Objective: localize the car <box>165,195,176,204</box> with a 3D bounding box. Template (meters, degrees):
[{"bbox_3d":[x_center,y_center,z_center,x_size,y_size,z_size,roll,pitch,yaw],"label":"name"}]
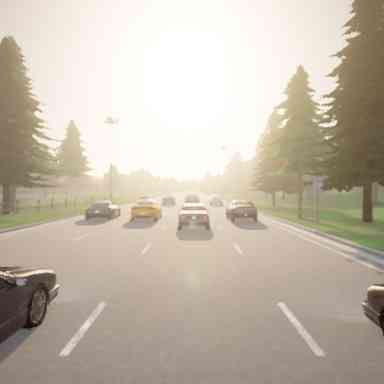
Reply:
[{"bbox_3d":[-3.433,1.141,50.362,1.882,1.535,5.008,0,1,1],"label":"car"}]

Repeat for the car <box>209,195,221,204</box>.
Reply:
[{"bbox_3d":[3.561,1.191,49.938,1.812,1.442,4.674,0,1,1],"label":"car"}]

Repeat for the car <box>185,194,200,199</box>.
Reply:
[{"bbox_3d":[0.028,1.038,46.759,2.097,1.767,4.553,0,0,0],"label":"car"}]

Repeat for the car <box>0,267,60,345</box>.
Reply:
[{"bbox_3d":[-3.398,1.521,3.784,2.033,1.411,5.357,0,0,0],"label":"car"}]

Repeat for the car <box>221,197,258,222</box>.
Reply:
[{"bbox_3d":[3.609,1.326,24.702,2.128,1.511,4.902,0,0,0],"label":"car"}]

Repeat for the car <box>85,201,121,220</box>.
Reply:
[{"bbox_3d":[-6.892,1.388,26.145,1.994,1.385,4.181,0,0,0],"label":"car"}]

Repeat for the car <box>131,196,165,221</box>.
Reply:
[{"bbox_3d":[-3.392,1.308,25.306,1.882,1.535,5.008,0,0,0],"label":"car"}]

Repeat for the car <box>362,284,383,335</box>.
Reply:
[{"bbox_3d":[3.602,1.528,2.783,2.033,1.411,5.357,0,0,0],"label":"car"}]

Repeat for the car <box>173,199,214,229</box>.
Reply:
[{"bbox_3d":[0.107,1.411,20.367,2.033,1.411,5.357,0,0,0],"label":"car"}]
